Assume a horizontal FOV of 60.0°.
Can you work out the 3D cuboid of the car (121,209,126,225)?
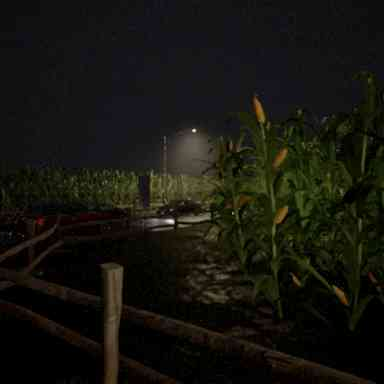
[{"bbox_3d":[-6.017,1.426,20.747,1.994,1.385,4.181,1,1,35],"label":"car"}]

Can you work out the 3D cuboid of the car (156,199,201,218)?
[{"bbox_3d":[-1.005,1.332,27.756,1.812,1.442,4.674,1,1,35],"label":"car"}]

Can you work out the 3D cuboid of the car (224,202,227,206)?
[{"bbox_3d":[4.791,1.307,35.861,1.994,1.385,4.181,1,1,36],"label":"car"}]

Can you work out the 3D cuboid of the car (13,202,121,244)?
[{"bbox_3d":[-5.832,1.265,15.741,2.097,1.767,4.553,1,1,29],"label":"car"}]
